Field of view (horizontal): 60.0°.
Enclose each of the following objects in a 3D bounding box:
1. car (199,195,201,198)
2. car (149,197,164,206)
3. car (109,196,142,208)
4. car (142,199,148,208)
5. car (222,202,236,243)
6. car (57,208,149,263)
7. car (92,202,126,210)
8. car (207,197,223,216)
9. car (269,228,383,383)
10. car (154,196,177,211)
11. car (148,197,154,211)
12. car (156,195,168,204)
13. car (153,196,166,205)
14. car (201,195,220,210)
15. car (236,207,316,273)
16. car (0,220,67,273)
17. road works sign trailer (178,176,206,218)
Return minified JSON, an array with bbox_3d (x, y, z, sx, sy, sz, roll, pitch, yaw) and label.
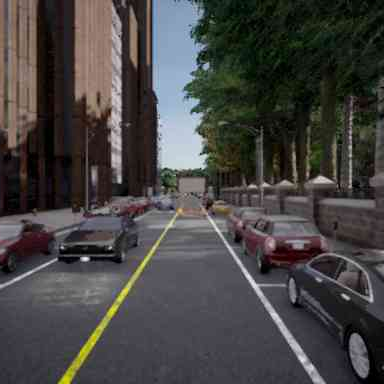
[{"bbox_3d":[2.744,1.536,59.720,1.947,1.339,4.313,0,0,0],"label":"car"},{"bbox_3d":[-5.780,1.522,54.258,2.008,1.369,4.403,0,0,0],"label":"car"},{"bbox_3d":[-5.771,1.295,26.972,2.192,1.841,5.009,0,0,0],"label":"car"},{"bbox_3d":[-5.773,1.521,32.429,1.887,1.381,4.507,0,0,0],"label":"car"},{"bbox_3d":[2.758,1.428,16.067,1.967,1.590,4.097,0,0,0],"label":"car"},{"bbox_3d":[-3.059,1.538,12.193,2.033,1.411,5.357,0,0,0],"label":"car"},{"bbox_3d":[-5.769,1.565,21.516,1.802,1.307,4.206,0,0,0],"label":"car"},{"bbox_3d":[2.752,1.503,32.607,1.752,1.417,4.829,0,0,0],"label":"car"},{"bbox_3d":[2.761,1.547,5.154,2.008,1.369,4.403,0,0,0],"label":"car"},{"bbox_3d":[-3.100,1.500,40.092,1.812,1.442,4.674,0,0,0],"label":"car"},{"bbox_3d":[-5.775,1.520,37.887,1.887,1.381,4.507,0,0,0],"label":"car"},{"bbox_3d":[-5.783,1.409,65.172,1.967,1.590,4.097,0,0,0],"label":"car"},{"bbox_3d":[-5.781,1.515,59.715,1.887,1.381,4.507,0,0,0],"label":"car"},{"bbox_3d":[2.749,1.289,43.350,2.192,1.841,5.009,0,0,0],"label":"car"},{"bbox_3d":[2.759,1.432,10.610,1.967,1.590,4.097,0,0,0],"label":"car"},{"bbox_3d":[-5.766,1.574,10.602,1.802,1.307,4.206,0,0,0],"label":"car"},{"bbox_3d":[-0.009,0.443,28.982,2.380,3.560,2.880,0,0,0],"label":"road works sign trailer"}]
